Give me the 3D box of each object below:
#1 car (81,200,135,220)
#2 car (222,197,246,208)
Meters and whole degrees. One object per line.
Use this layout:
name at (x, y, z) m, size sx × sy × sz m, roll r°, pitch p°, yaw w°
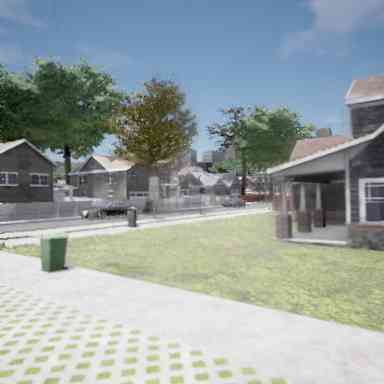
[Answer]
car at (-6.858, 1.462, 27.618) m, size 2.128 × 1.511 × 4.902 m, roll -2°, pitch -1°, yaw 36°
car at (5.710, 1.439, 45.320) m, size 1.994 × 1.385 × 4.181 m, roll -2°, pitch -1°, yaw 34°
